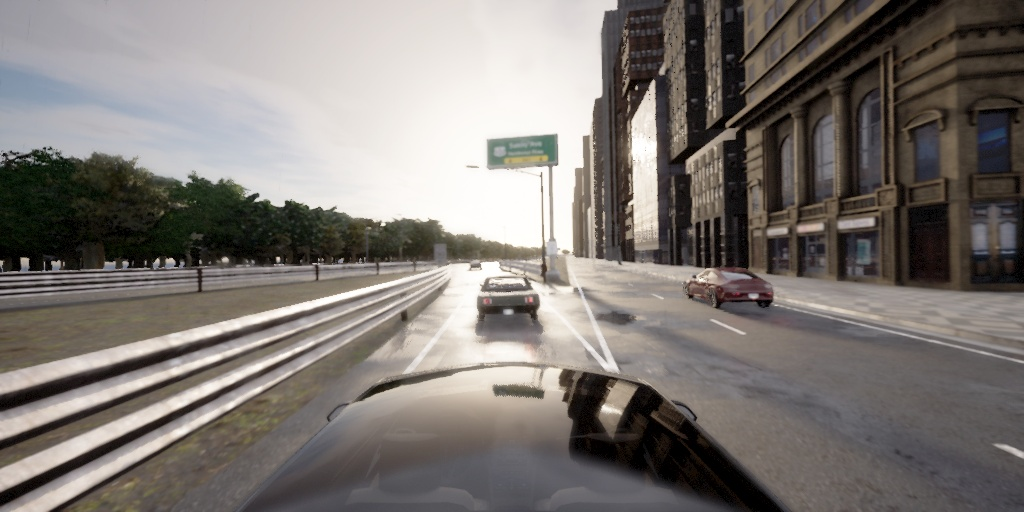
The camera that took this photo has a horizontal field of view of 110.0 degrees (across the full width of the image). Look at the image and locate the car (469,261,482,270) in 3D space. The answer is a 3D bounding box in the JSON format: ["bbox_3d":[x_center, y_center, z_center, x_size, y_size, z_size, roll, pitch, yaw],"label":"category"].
[{"bbox_3d":[-5.570,1.425,55.208,1.812,1.442,4.674,-1,0,-7],"label":"car"}]

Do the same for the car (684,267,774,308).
[{"bbox_3d":[8.356,1.162,14.185,1.812,1.442,4.674,-1,0,8],"label":"car"}]

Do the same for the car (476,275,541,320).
[{"bbox_3d":[-0.211,1.324,12.540,1.895,1.301,4.718,-1,0,-3],"label":"car"}]
